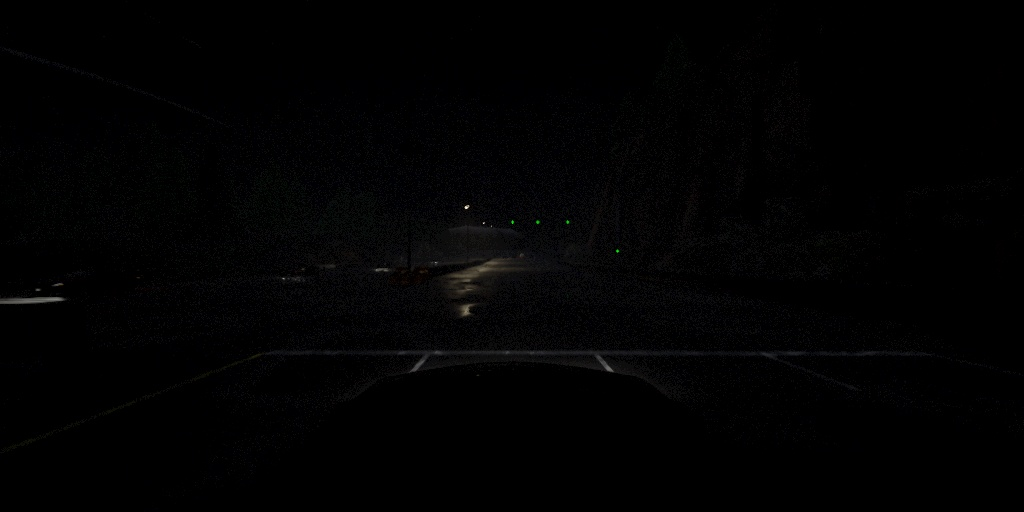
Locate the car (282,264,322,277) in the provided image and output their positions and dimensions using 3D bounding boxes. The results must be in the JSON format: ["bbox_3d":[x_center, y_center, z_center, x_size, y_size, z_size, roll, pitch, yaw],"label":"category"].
[{"bbox_3d":[-24.521,1.659,42.095,2.033,1.411,5.357,0,0,0],"label":"car"}]

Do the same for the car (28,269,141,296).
[{"bbox_3d":[-24.511,1.494,20.868,1.812,1.442,4.674,0,0,0],"label":"car"}]
